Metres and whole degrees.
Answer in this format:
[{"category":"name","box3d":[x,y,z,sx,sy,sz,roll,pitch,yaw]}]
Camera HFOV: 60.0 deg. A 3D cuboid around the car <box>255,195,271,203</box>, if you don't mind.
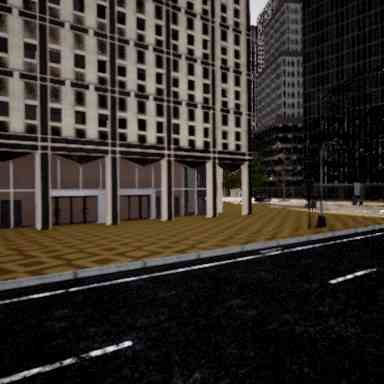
[{"category":"car","box3d":[13.260,1.300,62.295,2.128,1.511,4.902,-1,0,-8]}]
